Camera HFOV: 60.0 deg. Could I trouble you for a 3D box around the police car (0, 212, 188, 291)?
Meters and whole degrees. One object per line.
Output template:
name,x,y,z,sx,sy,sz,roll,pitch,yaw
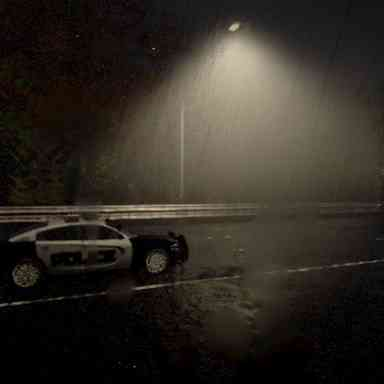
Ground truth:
police car,-2.671,1.394,8.910,5.238,1.638,1.930,0,0,-24
